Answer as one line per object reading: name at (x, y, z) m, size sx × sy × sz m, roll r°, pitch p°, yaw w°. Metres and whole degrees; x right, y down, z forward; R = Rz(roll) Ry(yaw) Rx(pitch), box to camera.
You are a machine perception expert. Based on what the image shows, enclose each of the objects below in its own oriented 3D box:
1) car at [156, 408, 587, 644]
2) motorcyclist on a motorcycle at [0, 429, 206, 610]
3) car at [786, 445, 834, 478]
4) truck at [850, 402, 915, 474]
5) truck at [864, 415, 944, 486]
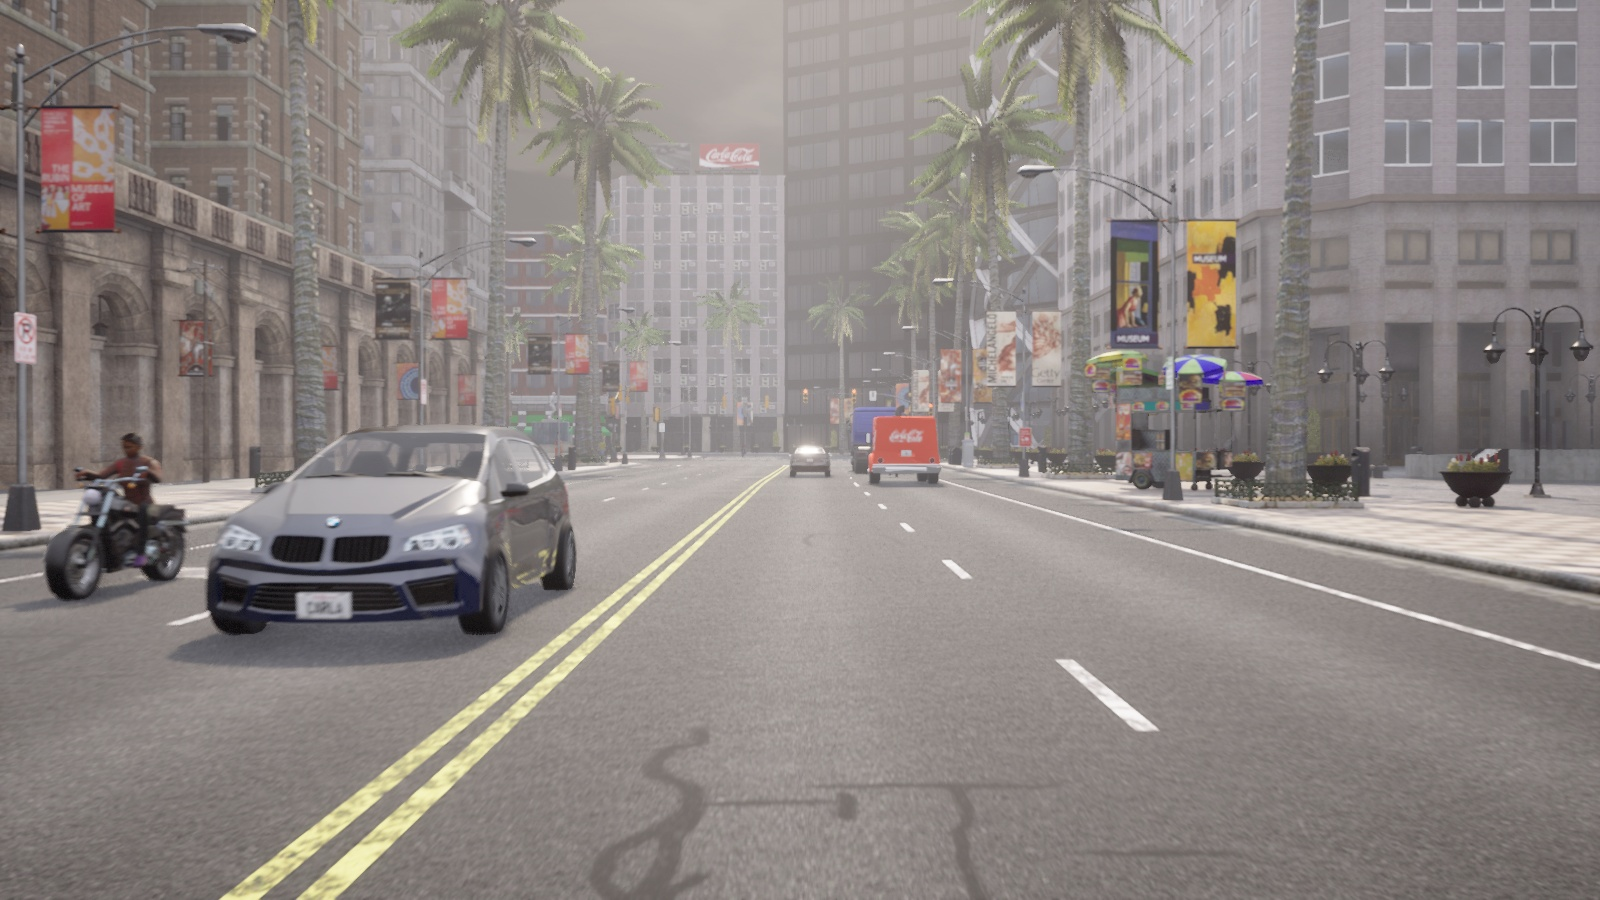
car at (-3.423, 0.525, 11.187) m, size 2.242 × 1.667 × 4.611 m, roll 0°, pitch 0°, yaw 0°
motorcyclist on a motorcycle at (-6.915, 0.620, 12.627) m, size 0.766 × 1.649 × 2.350 m, roll 0°, pitch 0°, yaw 0°
car at (0.470, 0.476, 56.531) m, size 2.033 × 1.411 × 5.357 m, roll 0°, pitch 0°, yaw 1°
truck at (4.091, -0.591, 63.639) m, size 2.891 × 3.462 × 7.936 m, roll 0°, pitch 0°, yaw 1°
truck at (3.793, -0.001, 46.773) m, size 2.627 × 2.467 × 5.204 m, roll 0°, pitch 0°, yaw 1°
